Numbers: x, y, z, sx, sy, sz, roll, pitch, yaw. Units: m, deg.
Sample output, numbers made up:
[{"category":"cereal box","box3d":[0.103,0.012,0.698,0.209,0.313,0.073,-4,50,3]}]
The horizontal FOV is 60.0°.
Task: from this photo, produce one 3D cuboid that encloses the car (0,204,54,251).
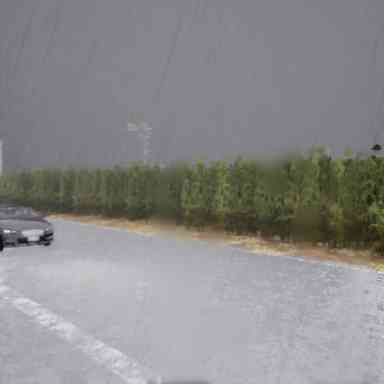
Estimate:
[{"category":"car","box3d":[-7.019,1.256,12.942,2.128,1.511,4.902,0,1,-44]}]
